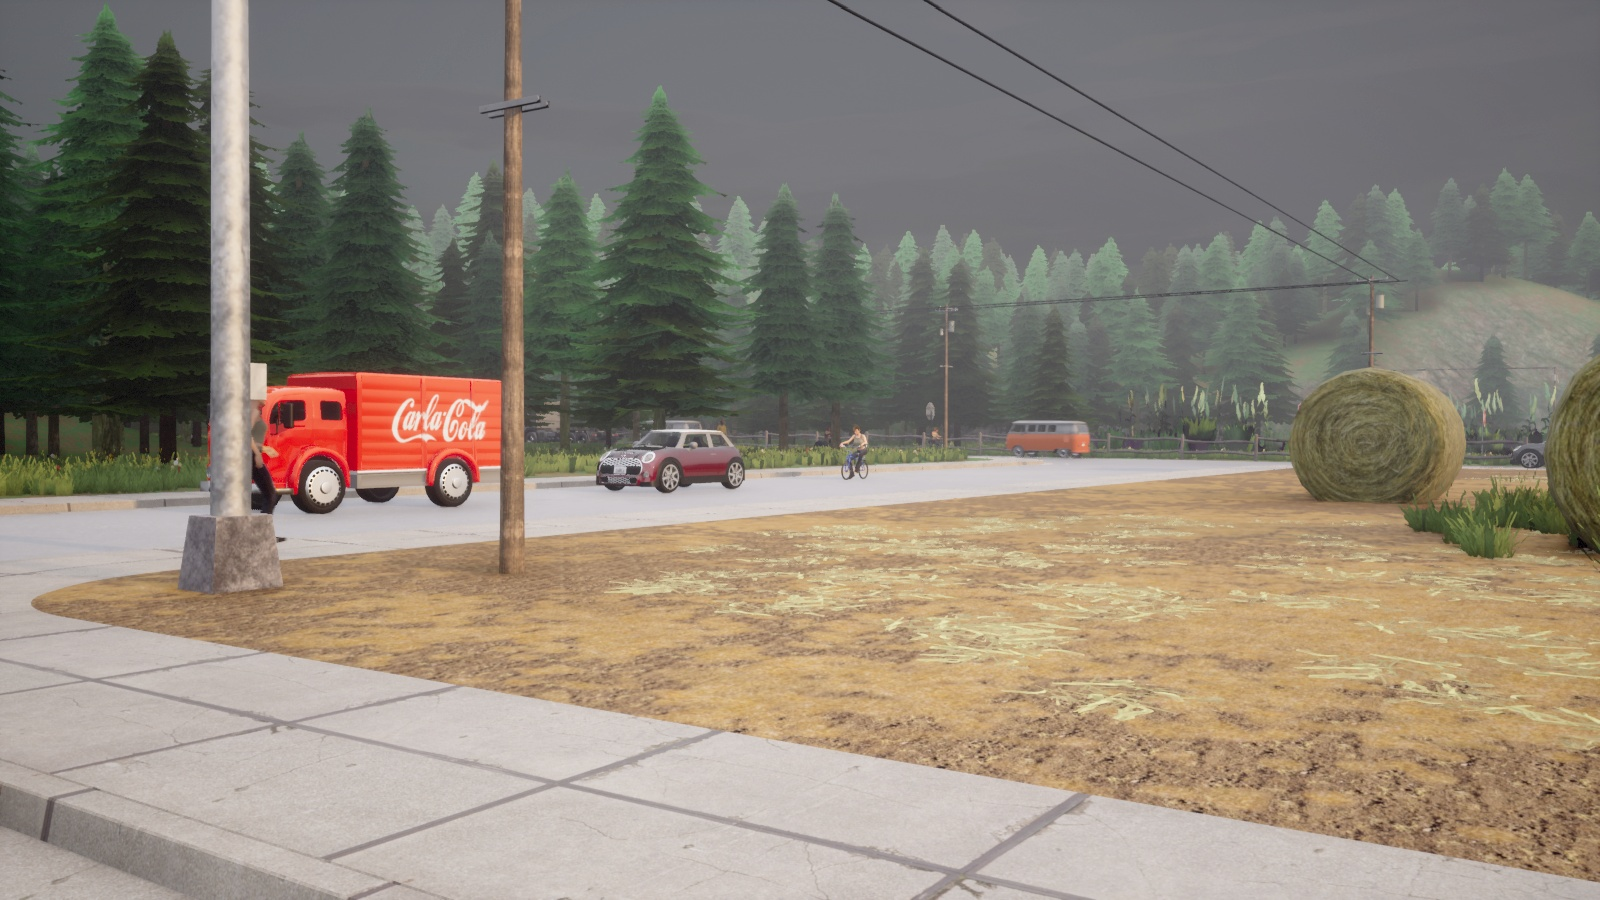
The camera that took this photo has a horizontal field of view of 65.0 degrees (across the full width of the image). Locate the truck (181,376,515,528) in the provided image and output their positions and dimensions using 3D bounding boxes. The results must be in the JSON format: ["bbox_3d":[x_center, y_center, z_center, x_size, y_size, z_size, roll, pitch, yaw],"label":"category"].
[{"bbox_3d":[-8.141,-0.019,23.156,2.627,2.467,5.204,0,1,35],"label":"truck"}]

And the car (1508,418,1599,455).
[{"bbox_3d":[31.402,-0.564,51.547,3.806,1.475,1.970,0,1,38],"label":"car"}]

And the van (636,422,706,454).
[{"bbox_3d":[-8.391,-0.790,81.490,4.442,1.987,1.775,0,1,36],"label":"van"}]

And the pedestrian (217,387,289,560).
[{"bbox_3d":[-5.950,0.247,13.664,0.345,1.836,0.594,0,1,45],"label":"pedestrian"}]

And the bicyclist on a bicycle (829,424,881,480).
[{"bbox_3d":[1.640,0.045,37.323,0.866,1.612,1.509,0,1,34],"label":"bicyclist on a bicycle"}]

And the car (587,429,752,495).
[{"bbox_3d":[-3.095,0.248,30.457,1.970,1.475,3.806,0,1,35],"label":"car"}]

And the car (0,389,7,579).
[{"bbox_3d":[-11.353,0.400,12.453,5.566,2.045,2.150,-1,1,-43],"label":"car"}]

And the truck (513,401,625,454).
[{"bbox_3d":[-16.086,-1.525,87.023,7.936,3.462,2.891,0,1,36],"label":"truck"}]

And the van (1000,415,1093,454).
[{"bbox_3d":[12.881,-0.791,65.713,4.442,1.987,1.775,0,1,37],"label":"van"}]
